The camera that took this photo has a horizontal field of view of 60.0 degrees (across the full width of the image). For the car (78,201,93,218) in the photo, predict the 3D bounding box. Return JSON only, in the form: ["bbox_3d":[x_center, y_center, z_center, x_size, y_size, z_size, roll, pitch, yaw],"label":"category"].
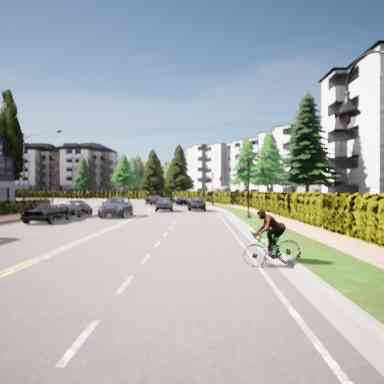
[{"bbox_3d":[-9.808,1.452,27.884,1.994,1.385,4.181,0,0,1],"label":"car"}]

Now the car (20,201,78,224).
[{"bbox_3d":[-10.048,1.477,23.388,1.895,1.301,4.718,0,0,1],"label":"car"}]

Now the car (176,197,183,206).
[{"bbox_3d":[-1.959,1.338,48.836,1.895,1.301,4.718,0,0,-19],"label":"car"}]

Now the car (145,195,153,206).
[{"bbox_3d":[-5.613,1.227,48.573,2.128,1.511,4.902,0,0,-20],"label":"car"}]

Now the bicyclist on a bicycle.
[{"bbox_3d":[2.245,1.329,9.596,1.656,1.620,0.582,-7,0,2],"label":"bicyclist on a bicycle"}]

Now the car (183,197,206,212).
[{"bbox_3d":[0.435,1.297,36.487,2.128,1.511,4.902,0,0,-4],"label":"car"}]

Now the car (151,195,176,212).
[{"bbox_3d":[-2.996,1.354,35.923,2.033,1.411,5.357,0,0,-3],"label":"car"}]

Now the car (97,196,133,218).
[{"bbox_3d":[-6.313,1.203,27.809,2.097,1.767,4.553,0,0,2],"label":"car"}]
